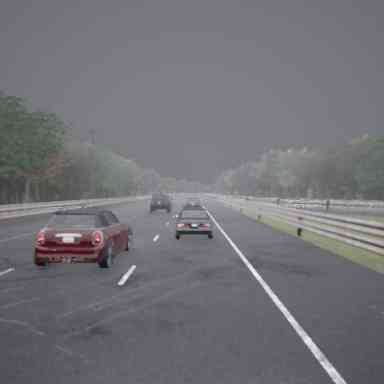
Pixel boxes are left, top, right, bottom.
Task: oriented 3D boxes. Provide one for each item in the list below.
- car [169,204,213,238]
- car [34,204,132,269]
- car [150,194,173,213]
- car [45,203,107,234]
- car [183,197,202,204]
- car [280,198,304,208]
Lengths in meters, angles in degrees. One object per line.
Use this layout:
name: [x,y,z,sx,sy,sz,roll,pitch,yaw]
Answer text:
car: [0.099,1.558,17.606,2.033,1.411,5.357,0,0,0]
car: [-3.399,1.349,11.286,2.097,1.767,4.553,0,0,0]
car: [-3.404,1.260,37.478,2.150,2.045,5.566,0,0,0]
car: [-6.902,1.506,20.482,2.128,1.511,4.902,0,0,0]
car: [0.099,1.391,37.645,2.097,1.767,4.553,0,0,0]
car: [16.002,1.699,53.392,1.837,1.490,4.892,0,0,-16]
